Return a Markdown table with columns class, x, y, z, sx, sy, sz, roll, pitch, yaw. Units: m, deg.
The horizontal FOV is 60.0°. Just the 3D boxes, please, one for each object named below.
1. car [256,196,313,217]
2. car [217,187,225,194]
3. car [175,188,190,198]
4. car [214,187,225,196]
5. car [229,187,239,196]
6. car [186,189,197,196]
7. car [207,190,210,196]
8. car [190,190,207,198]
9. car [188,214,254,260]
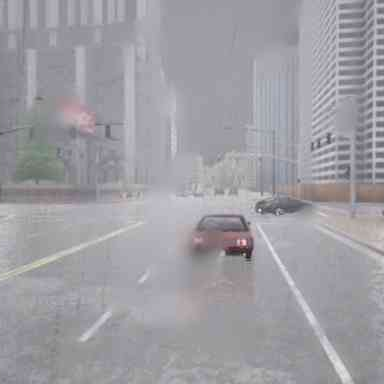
| class | x | y | z | sx | sy | sz | roll | pitch | yaw |
| --- | --- | --- | --- | --- | --- | --- | --- | --- | --- |
| car | 7.227 | 1.072 | 25.864 | 4.892 | 1.490 | 1.837 | -1 | -1 | -27 |
| car | 8.023 | -0.351 | 91.789 | 2.097 | 1.767 | 4.553 | 0 | 1 | 7 |
| car | -2.173 | 0.373 | 67.904 | 2.128 | 1.511 | 4.902 | 0 | 1 | 8 |
| car | 6.640 | -0.144 | 81.240 | 2.150 | 2.045 | 5.566 | 0 | 1 | 7 |
| car | 10.111 | -0.136 | 80.786 | 2.150 | 2.045 | 5.566 | 0 | 1 | 7 |
| car | -0.158 | 0.129 | 83.242 | 2.128 | 1.511 | 4.902 | 0 | 1 | 7 |
| car | 3.321 | 0.135 | 82.850 | 2.128 | 1.511 | 4.902 | 0 | 1 | 7 |
| car | 1.304 | 0.396 | 67.501 | 1.812 | 1.442 | 4.674 | 0 | 1 | 8 |
| car | 1.105 | 1.405 | 11.588 | 1.895 | 1.301 | 4.718 | 0 | 1 | 8 |
